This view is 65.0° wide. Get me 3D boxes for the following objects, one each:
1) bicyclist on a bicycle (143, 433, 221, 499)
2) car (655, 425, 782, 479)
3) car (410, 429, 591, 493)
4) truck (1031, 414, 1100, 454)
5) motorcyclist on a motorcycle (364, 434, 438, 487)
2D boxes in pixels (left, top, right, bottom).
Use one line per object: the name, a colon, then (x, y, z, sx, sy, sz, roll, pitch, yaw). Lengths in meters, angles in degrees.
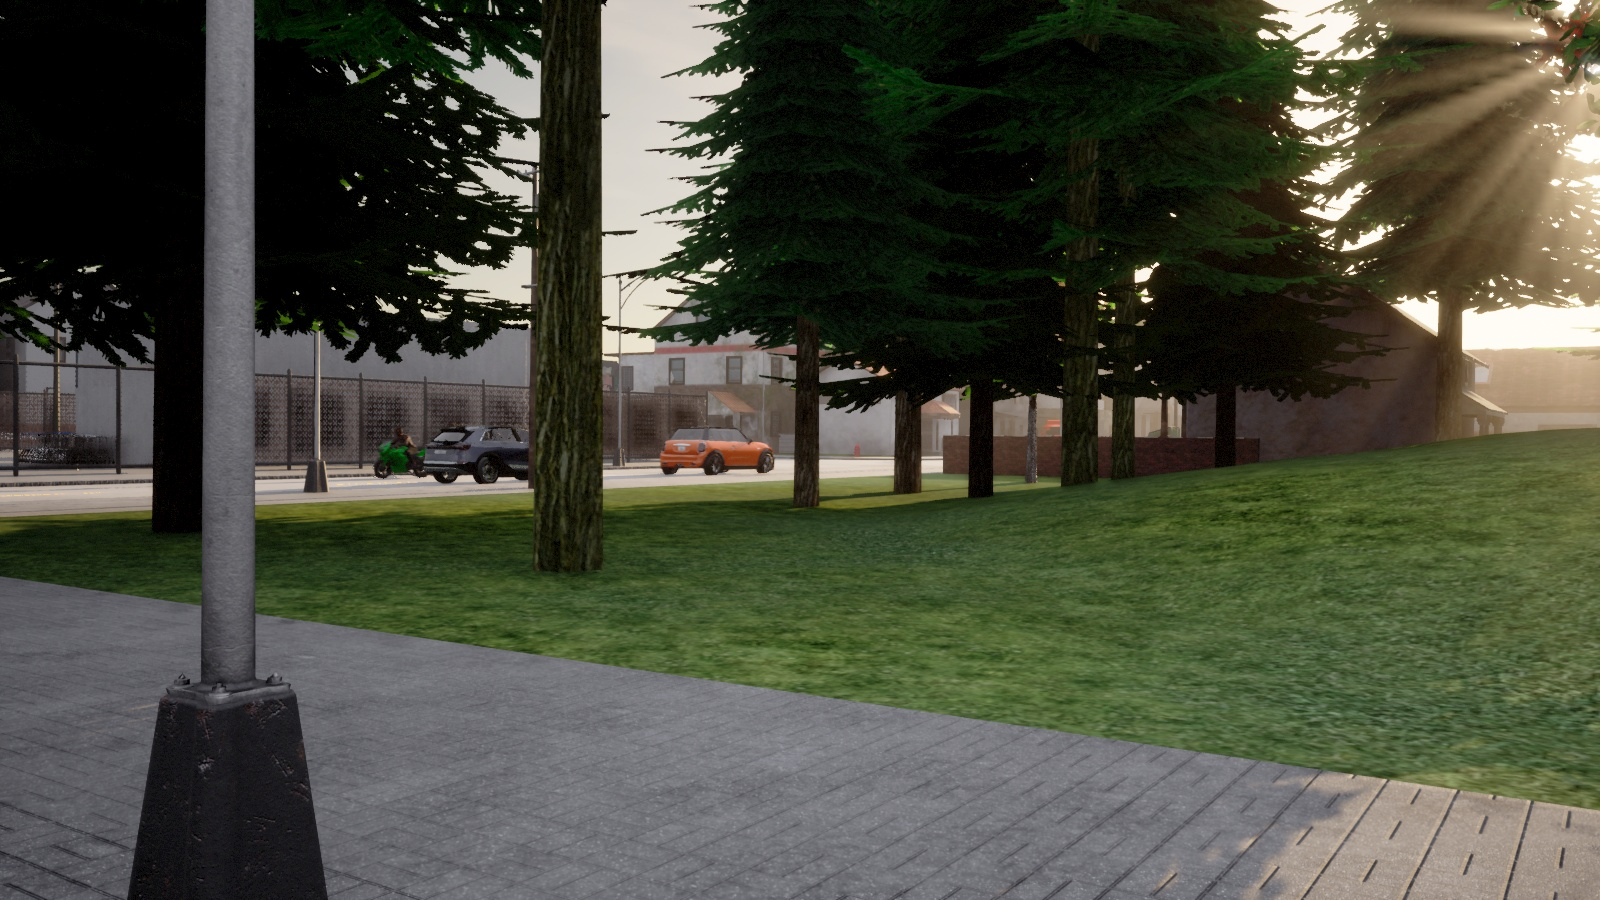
bicyclist on a bicycle: (-15.556, 0.377, 31.625, 0.866, 1.612, 1.509, 0, 1, 33)
car: (-2.763, 0.018, 43.642, 2.097, 1.767, 4.553, 0, 1, 33)
car: (-8.315, 0.255, 35.293, 2.033, 1.649, 4.856, 0, 1, 34)
truck: (17.161, -1.016, 80.939, 2.627, 2.467, 5.204, 0, 1, 33)
motorcyclist on a motorcycle: (-11.815, 0.314, 37.254, 0.797, 1.523, 2.044, 0, 0, 34)
